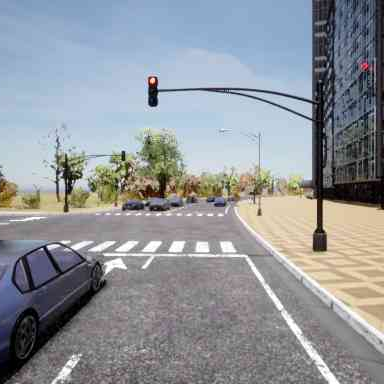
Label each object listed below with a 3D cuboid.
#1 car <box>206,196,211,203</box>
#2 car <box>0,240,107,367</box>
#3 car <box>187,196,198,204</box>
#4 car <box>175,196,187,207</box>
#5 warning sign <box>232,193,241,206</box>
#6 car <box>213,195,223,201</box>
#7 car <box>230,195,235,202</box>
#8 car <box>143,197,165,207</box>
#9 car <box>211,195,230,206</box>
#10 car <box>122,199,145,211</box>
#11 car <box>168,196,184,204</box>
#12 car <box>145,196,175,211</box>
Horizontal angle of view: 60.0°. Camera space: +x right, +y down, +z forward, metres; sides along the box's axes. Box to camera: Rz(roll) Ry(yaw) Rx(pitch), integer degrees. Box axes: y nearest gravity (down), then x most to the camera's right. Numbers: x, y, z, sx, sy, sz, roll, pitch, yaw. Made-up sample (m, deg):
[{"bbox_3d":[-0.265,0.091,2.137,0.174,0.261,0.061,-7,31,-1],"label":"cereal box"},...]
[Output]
[{"bbox_3d":[4.199,1.559,70.833,1.994,1.385,4.181,0,0,12],"label":"car"},{"bbox_3d":[-3.036,1.547,5.722,2.033,1.411,5.357,0,0,1],"label":"car"},{"bbox_3d":[-0.043,1.513,66.190,1.837,1.490,4.892,0,0,11],"label":"car"},{"bbox_3d":[-2.539,1.550,51.694,2.033,1.411,5.357,0,0,8],"label":"car"},{"bbox_3d":[6.466,1.122,48.263,1.300,1.860,1.060,0,0,8],"label":"warning sign"},{"bbox_3d":[6.319,1.392,80.540,1.812,1.442,4.674,0,0,14],"label":"car"},{"bbox_3d":[9.629,1.546,80.413,2.128,1.511,4.902,0,0,14],"label":"car"},{"bbox_3d":[-5.837,1.548,51.613,2.033,1.411,5.357,0,0,8],"label":"car"},{"bbox_3d":[4.891,1.556,55.994,2.033,1.411,5.357,0,0,9],"label":"car"},{"bbox_3d":[-7.210,1.563,41.211,1.994,1.385,4.181,0,0,7],"label":"car"},{"bbox_3d":[-3.167,1.554,67.107,2.033,1.411,5.357,0,0,11],"label":"car"},{"bbox_3d":[-3.923,1.547,41.486,2.033,1.411,5.357,0,0,7],"label":"car"}]
